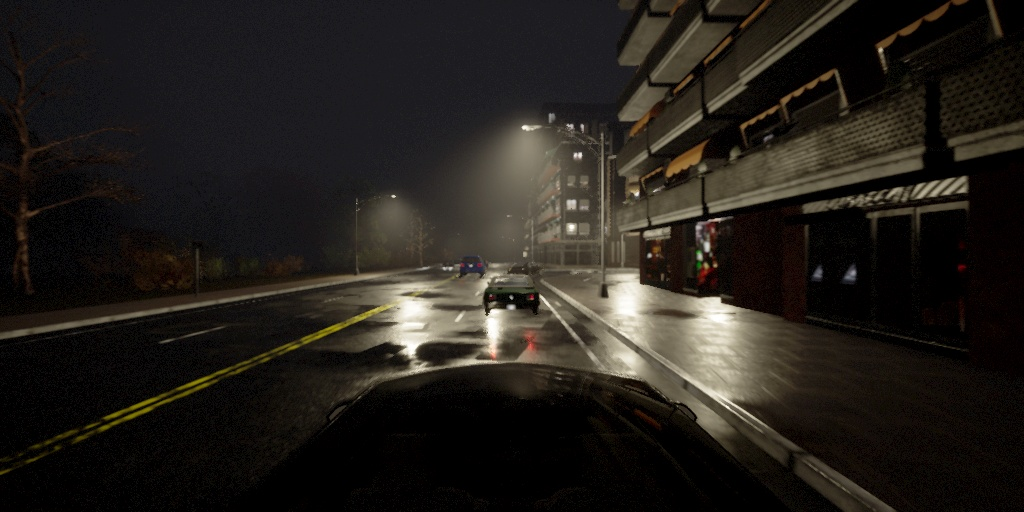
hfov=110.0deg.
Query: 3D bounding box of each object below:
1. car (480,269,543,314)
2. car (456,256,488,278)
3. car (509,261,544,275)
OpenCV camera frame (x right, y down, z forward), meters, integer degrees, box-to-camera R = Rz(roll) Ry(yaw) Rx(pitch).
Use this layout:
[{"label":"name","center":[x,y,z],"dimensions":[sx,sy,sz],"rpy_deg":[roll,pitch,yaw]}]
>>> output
[{"label":"car","center":[-0.042,1.355,13.707],"dimensions":[1.895,1.301,4.718],"rpy_deg":[0,0,-1]},{"label":"car","center":[-3.812,0.998,35.027],"dimensions":[2.150,2.045,5.566],"rpy_deg":[0,0,-2]},{"label":"car","center":[1.338,1.198,32.288],"dimensions":[2.128,1.511,4.902],"rpy_deg":[-1,2,26]}]
